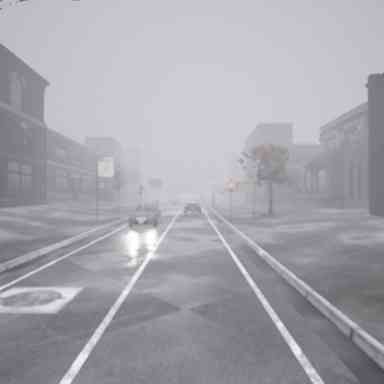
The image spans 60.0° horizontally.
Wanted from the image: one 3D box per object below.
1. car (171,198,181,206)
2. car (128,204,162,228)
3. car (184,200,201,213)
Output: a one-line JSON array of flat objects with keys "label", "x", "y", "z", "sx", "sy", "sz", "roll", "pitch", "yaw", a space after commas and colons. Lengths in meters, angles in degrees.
[{"label": "car", "x": -3.050, "y": 1.838, "z": 63.851, "sx": 1.837, "sy": 1.490, "sz": 4.892, "roll": 0, "pitch": -1, "yaw": 1}, {"label": "car", "x": -3.107, "y": 1.554, "z": 22.749, "sx": 2.128, "sy": 1.511, "sz": 4.902, "roll": 0, "pitch": 0, "yaw": 0}, {"label": "car", "x": 0.080, "y": 1.607, "z": 38.151, "sx": 1.812, "sy": 1.442, "sz": 4.674, "roll": 0, "pitch": 0, "yaw": 0}]
